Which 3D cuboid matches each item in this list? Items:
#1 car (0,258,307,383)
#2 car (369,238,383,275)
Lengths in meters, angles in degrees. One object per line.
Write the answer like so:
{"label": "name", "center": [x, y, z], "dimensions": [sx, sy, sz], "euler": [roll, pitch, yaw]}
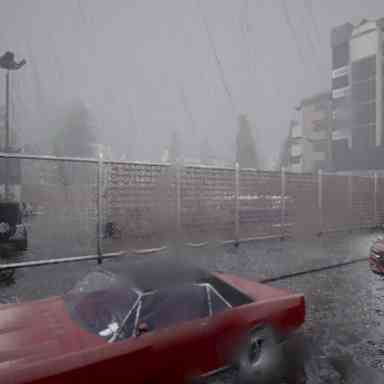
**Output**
{"label": "car", "center": [-0.807, 1.608, 4.020], "dimensions": [4.718, 1.301, 1.895], "euler": [0, 0, -35]}
{"label": "car", "center": [6.992, 1.528, 9.468], "dimensions": [5.008, 1.535, 1.882], "euler": [0, 0, -35]}
